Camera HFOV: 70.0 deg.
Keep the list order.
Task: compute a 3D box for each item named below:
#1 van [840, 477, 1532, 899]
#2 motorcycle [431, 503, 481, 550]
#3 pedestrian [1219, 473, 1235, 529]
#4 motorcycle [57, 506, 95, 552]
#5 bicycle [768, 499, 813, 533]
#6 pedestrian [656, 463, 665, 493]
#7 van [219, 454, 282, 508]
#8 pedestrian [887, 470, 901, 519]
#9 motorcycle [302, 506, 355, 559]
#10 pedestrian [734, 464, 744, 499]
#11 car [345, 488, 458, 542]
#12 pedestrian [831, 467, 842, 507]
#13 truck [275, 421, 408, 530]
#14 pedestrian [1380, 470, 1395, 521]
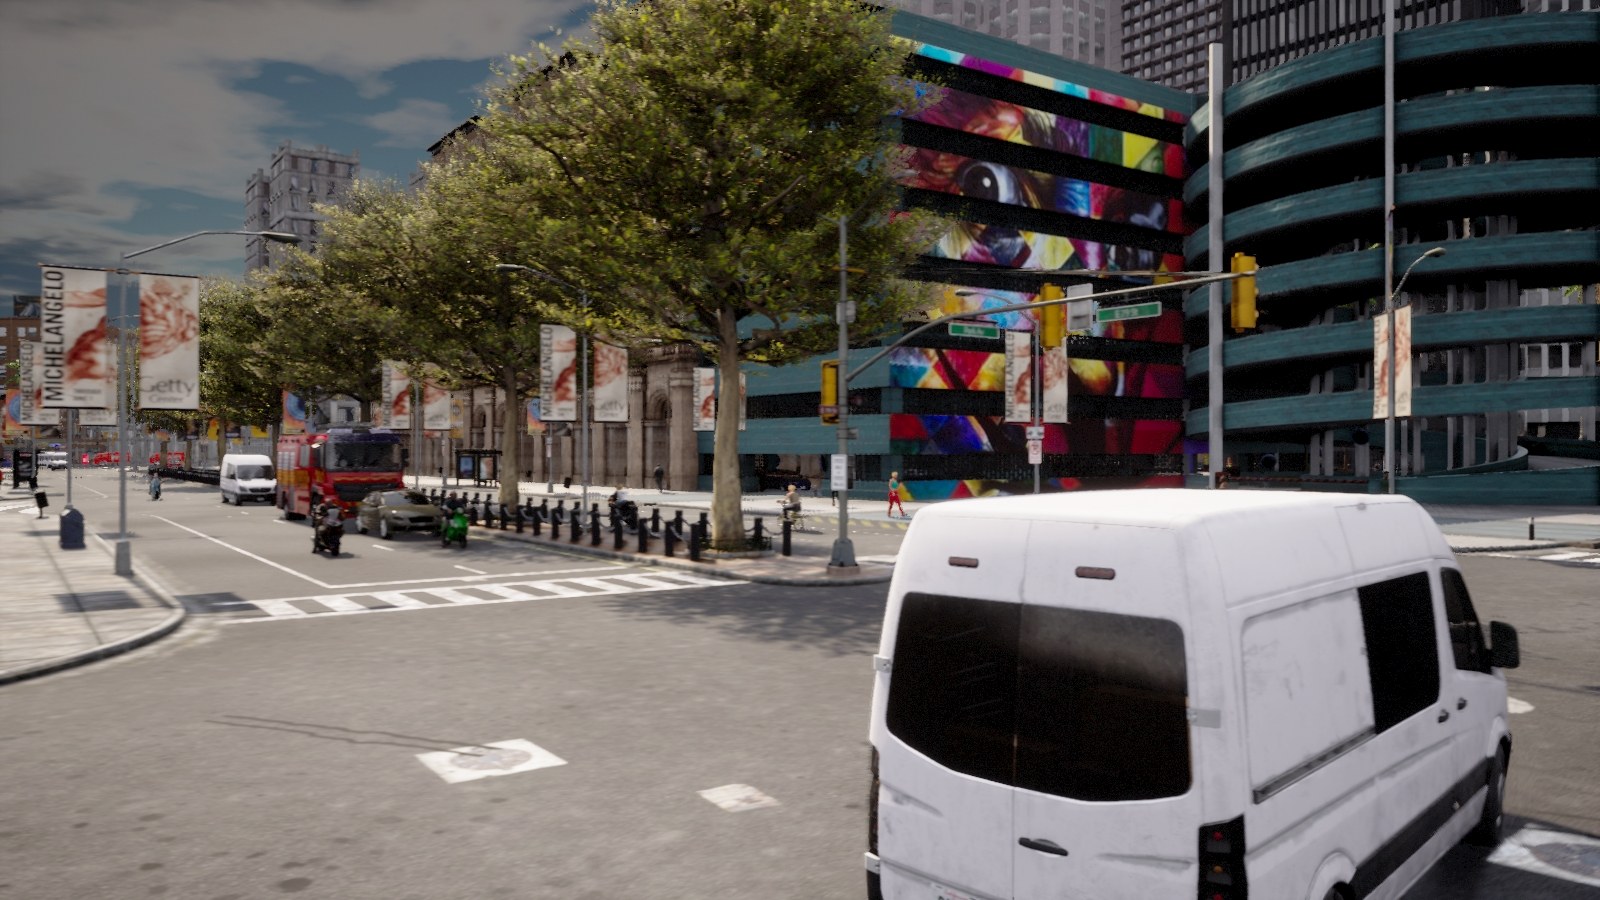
[{"bbox_3d":[2.934,1.534,7.334,1.988,2.561,5.915,0,0,42],"label":"van"},{"bbox_3d":[-9.935,2.181,32.923,0.856,1.236,1.805,0,0,-35],"label":"motorcycle"},{"bbox_3d":[14.269,1.696,38.173,0.375,1.860,0.375,0,0,43],"label":"pedestrian"},{"bbox_3d":[-20.462,2.213,32.290,0.803,1.145,2.033,0,0,-35],"label":"motorcycle"},{"bbox_3d":[-0.337,2.255,39.330,0.859,1.080,1.487,0,0,-36],"label":"bicycle"},{"bbox_3d":[-8.489,1.694,69.478,0.375,1.860,0.375,0,0,-31],"label":"pedestrian"},{"bbox_3d":[-28.574,1.528,59.314,1.988,2.561,5.915,0,1,-35],"label":"van"},{"bbox_3d":[3.598,1.695,43.859,0.375,1.860,0.375,0,0,40],"label":"pedestrian"},{"bbox_3d":[-12.738,2.205,30.849,0.867,1.251,2.209,0,0,-35],"label":"motorcycle"},{"bbox_3d":[-3.245,1.694,61.014,0.375,1.860,0.375,0,0,-32],"label":"pedestrian"},{"bbox_3d":[-13.142,2.060,37.475,2.231,1.480,4.892,0,0,-35],"label":"car"},{"bbox_3d":[1.663,1.695,52.452,0.375,1.860,0.375,0,0,-29],"label":"pedestrian"},{"bbox_3d":[-17.881,0.890,44.171,2.891,3.827,8.468,0,0,-35],"label":"truck"},{"bbox_3d":[21.990,1.693,42.751,0.375,1.860,0.375,0,0,-30],"label":"pedestrian"}]
